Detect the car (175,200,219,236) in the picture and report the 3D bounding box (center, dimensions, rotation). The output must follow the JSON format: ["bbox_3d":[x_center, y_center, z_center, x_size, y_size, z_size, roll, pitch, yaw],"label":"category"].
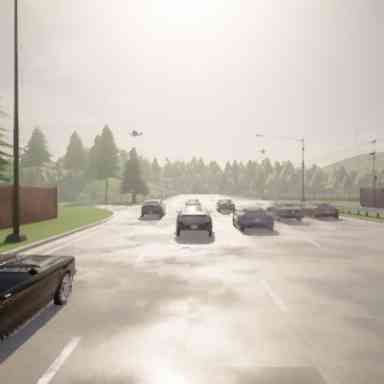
[{"bbox_3d":[0.110,1.436,18.175,2.128,1.511,4.902,0,0,0],"label":"car"}]

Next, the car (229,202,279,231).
[{"bbox_3d":[3.611,1.503,20.164,1.994,1.385,4.181,0,0,0],"label":"car"}]

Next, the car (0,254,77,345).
[{"bbox_3d":[-3.397,1.585,5.049,1.895,1.301,4.718,0,0,0],"label":"car"}]

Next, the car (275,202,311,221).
[{"bbox_3d":[7.115,1.470,25.965,2.033,1.411,5.357,0,0,0],"label":"car"}]

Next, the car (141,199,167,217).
[{"bbox_3d":[-3.383,1.414,29.603,1.837,1.490,4.892,0,0,0],"label":"car"}]

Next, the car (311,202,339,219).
[{"bbox_3d":[10.616,1.481,27.943,1.994,1.385,4.181,0,0,0],"label":"car"}]

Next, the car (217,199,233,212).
[{"bbox_3d":[3.621,1.438,36.314,2.033,1.411,5.357,0,0,0],"label":"car"}]
